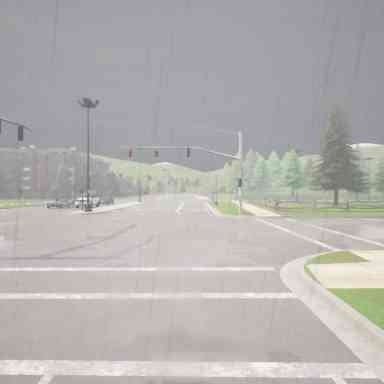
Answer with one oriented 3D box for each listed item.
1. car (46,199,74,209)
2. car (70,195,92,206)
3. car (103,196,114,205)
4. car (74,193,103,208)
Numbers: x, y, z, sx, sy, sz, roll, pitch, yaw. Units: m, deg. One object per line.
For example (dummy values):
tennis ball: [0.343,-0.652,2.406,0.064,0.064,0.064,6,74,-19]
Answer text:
car: [-18.547,1.601,46.397,1.895,1.301,4.718,0,0,0]
car: [-18.511,1.352,55.509,2.097,1.767,4.553,0,0,0]
car: [-14.991,1.492,58.141,2.128,1.511,4.902,0,0,1]
car: [-15.043,1.221,48.129,2.150,2.045,5.566,0,0,0]
